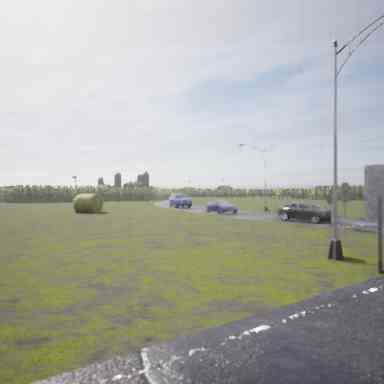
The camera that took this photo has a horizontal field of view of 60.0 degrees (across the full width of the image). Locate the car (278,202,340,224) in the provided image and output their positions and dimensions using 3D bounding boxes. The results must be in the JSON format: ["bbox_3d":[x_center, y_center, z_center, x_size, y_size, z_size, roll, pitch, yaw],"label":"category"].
[{"bbox_3d":[8.671,1.520,25.113,1.837,1.490,4.892,-1,0,-32],"label":"car"}]

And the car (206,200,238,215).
[{"bbox_3d":[3.074,1.567,35.456,1.812,1.442,4.674,-1,0,-25],"label":"car"}]

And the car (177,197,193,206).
[{"bbox_3d":[-1.265,1.564,56.804,1.812,1.442,4.674,-1,0,-12],"label":"car"}]

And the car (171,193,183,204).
[{"bbox_3d":[-3.042,1.273,66.977,2.150,2.045,5.566,-1,0,-6],"label":"car"}]

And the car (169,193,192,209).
[{"bbox_3d":[-1.724,1.281,47.706,2.150,2.045,5.566,-1,0,-17],"label":"car"}]
